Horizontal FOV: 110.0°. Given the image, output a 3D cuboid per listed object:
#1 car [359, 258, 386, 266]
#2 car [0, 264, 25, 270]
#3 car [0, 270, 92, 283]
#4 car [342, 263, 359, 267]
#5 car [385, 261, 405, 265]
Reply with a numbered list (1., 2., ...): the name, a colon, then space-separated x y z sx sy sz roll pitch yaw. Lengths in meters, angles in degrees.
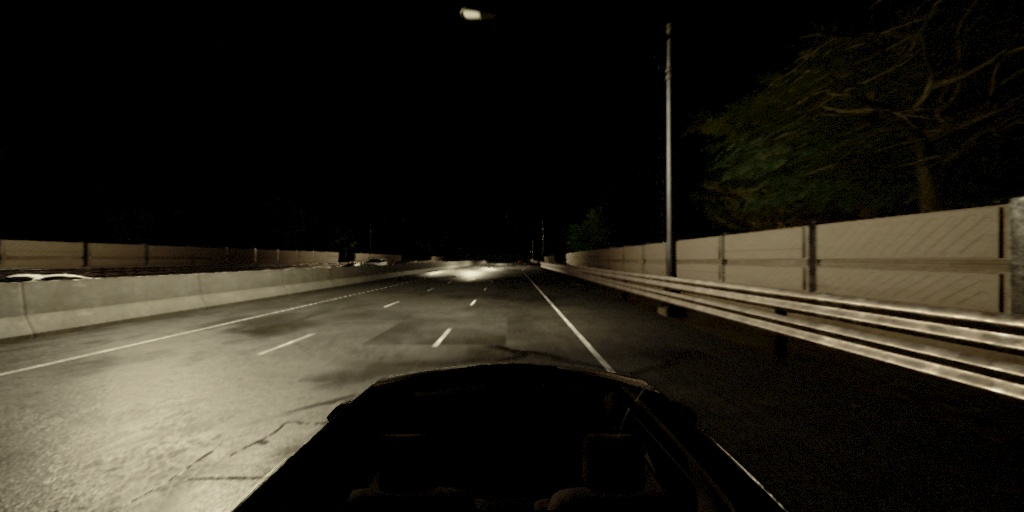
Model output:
1. car: -21.052 1.403 55.470 2.150 2.045 5.566 0 0 1
2. car: -21.103 1.197 13.415 2.097 1.767 4.553 0 0 0
3. car: -17.614 1.368 13.161 1.812 1.442 4.674 0 0 0
4. car: -24.542 1.728 55.414 2.033 1.411 5.357 0 0 1
5. car: -17.557 1.708 55.608 1.812 1.442 4.674 0 0 1
